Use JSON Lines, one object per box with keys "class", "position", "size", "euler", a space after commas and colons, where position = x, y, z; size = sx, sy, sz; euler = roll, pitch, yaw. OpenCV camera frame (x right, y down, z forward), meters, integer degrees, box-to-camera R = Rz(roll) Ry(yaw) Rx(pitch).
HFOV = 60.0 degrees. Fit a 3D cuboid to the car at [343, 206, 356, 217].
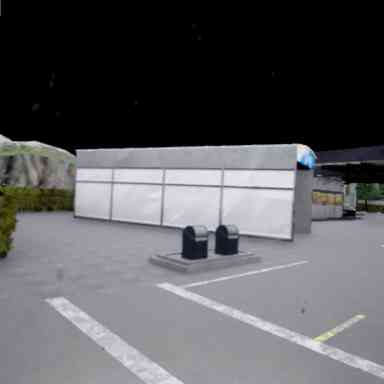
{"class": "car", "position": [23.689, 3.063, 51.679], "size": [4.611, 1.667, 2.242], "euler": [3, -1, -44]}
